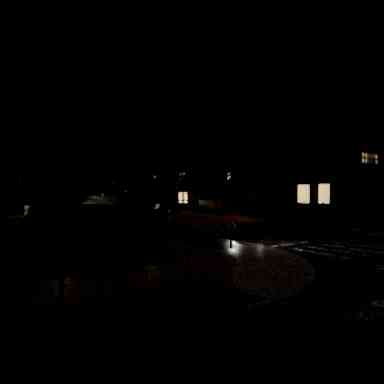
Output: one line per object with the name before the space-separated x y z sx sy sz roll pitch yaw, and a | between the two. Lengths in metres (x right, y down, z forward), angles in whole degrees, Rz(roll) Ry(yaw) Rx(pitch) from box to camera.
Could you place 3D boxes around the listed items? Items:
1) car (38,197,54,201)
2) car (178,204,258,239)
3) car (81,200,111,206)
car | -20.293 1.343 45.862 1.994 1.385 4.181 1 0 -37
car | 1.237 1.409 17.382 1.882 1.535 5.008 1 0 -36
car | -8.836 1.399 30.650 2.033 1.411 5.357 1 0 -37
